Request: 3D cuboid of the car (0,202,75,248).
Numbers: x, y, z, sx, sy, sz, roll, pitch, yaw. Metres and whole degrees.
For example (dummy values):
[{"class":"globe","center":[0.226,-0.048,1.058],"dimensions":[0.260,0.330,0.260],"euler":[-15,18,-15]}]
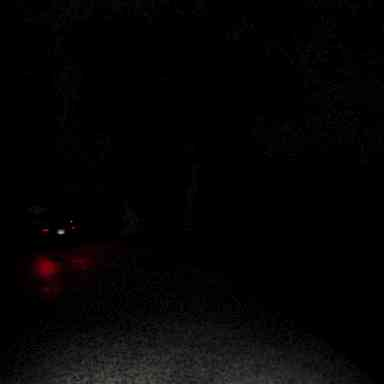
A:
[{"class":"car","center":[-6.300,1.103,12.350],"dimensions":[4.674,1.442,1.812],"euler":[1,-1,33]}]
